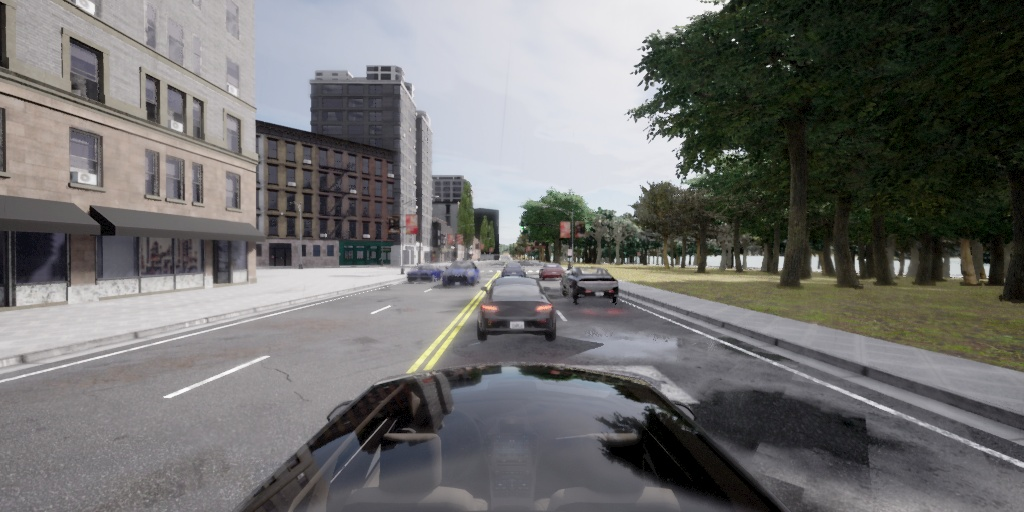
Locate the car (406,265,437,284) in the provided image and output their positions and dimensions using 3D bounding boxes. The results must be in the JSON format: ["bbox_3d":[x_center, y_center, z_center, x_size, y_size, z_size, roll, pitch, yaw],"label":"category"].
[{"bbox_3d":[-6.551,1.340,27.413,1.895,1.301,4.718,0,0,0],"label":"car"}]

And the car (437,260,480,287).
[{"bbox_3d":[-3.309,1.093,23.987,2.097,1.767,4.553,0,0,0],"label":"car"}]

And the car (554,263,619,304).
[{"bbox_3d":[3.376,1.235,16.188,2.128,1.511,4.902,0,0,0],"label":"car"}]

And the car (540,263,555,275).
[{"bbox_3d":[3.399,1.301,30.616,1.994,1.385,4.181,0,0,0],"label":"car"}]

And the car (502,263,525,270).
[{"bbox_3d":[0.147,1.301,29.692,1.994,1.385,4.181,0,0,0],"label":"car"}]

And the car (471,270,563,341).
[{"bbox_3d":[0.105,1.274,9.778,1.812,1.442,4.674,0,0,0],"label":"car"}]
